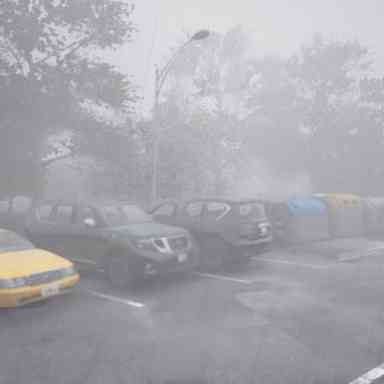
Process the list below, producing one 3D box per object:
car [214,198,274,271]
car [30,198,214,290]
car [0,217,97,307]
[{"bbox_3d":[-0.115,1.225,11.076,5.566,2.045,2.435,-1,0,35],"label":"car"},{"bbox_3d":[-2.483,1.229,9.353,5.566,2.045,2.435,-1,-1,35],"label":"car"},{"bbox_3d":[-4.770,1.480,7.570,5.366,1.575,1.946,-1,-1,35],"label":"car"}]
